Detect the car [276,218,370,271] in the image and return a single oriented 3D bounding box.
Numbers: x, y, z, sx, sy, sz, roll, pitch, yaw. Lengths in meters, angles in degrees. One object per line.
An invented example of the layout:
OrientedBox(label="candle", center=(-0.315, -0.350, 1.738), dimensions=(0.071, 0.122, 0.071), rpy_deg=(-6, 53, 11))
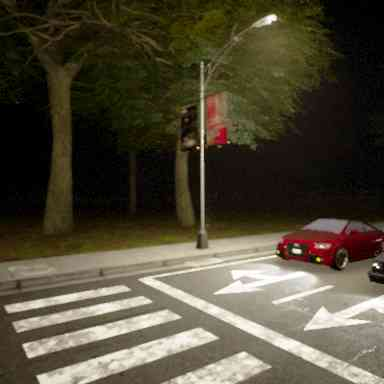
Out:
OrientedBox(label="car", center=(4.739, 1.569, 11.011), dimensions=(4.181, 1.385, 1.994), rpy_deg=(0, 0, -35))

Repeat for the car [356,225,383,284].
OrientedBox(label="car", center=(6.582, 1.552, 8.336), dimensions=(5.357, 1.411, 2.033), rpy_deg=(0, 0, -35))
